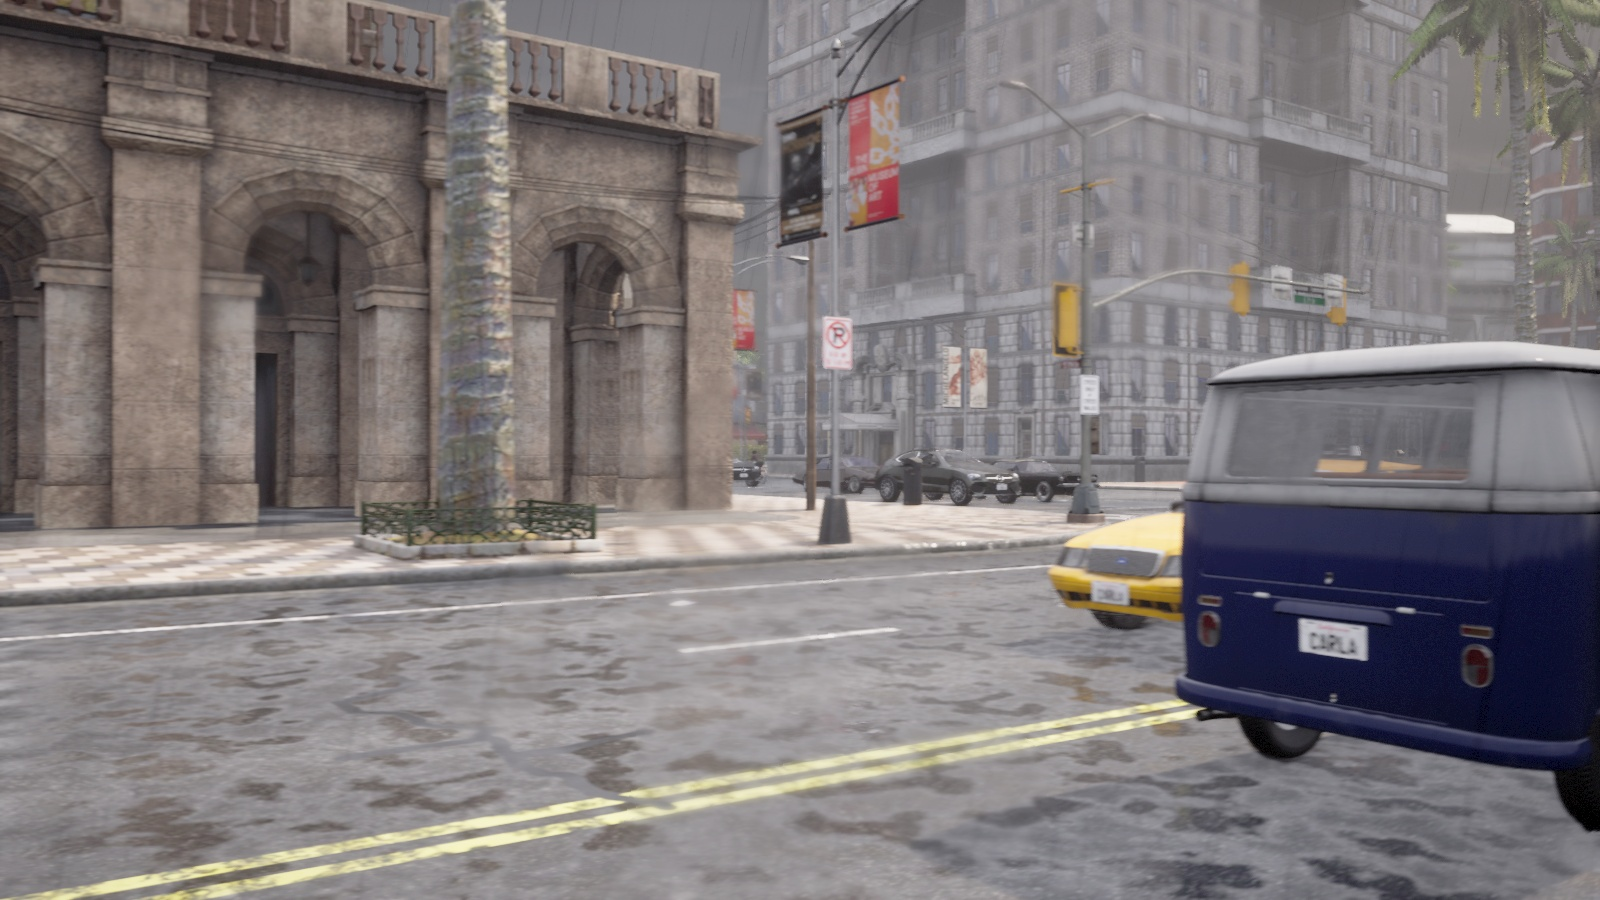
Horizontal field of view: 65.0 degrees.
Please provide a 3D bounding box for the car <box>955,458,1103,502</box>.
[{"bbox_3d":[7.270,0.929,40.369,1.895,1.301,4.718,0,0,-35],"label":"car"}]

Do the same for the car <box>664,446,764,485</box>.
[{"bbox_3d":[-3.912,0.670,56.297,2.152,1.651,5.027,0,0,-35],"label":"car"}]

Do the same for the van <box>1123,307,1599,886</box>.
[{"bbox_3d":[3.817,0.505,6.310,4.442,1.987,1.775,0,0,-35],"label":"van"}]

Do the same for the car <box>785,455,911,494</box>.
[{"bbox_3d":[1.751,0.907,48.250,2.033,1.411,5.357,0,0,-35],"label":"car"}]

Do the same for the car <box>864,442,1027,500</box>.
[{"bbox_3d":[4.361,0.608,38.392,2.152,1.651,5.027,0,0,-35],"label":"car"}]

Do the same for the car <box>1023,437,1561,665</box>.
[{"bbox_3d":[4.493,0.701,11.003,5.366,1.575,1.801,0,0,-36],"label":"car"}]
